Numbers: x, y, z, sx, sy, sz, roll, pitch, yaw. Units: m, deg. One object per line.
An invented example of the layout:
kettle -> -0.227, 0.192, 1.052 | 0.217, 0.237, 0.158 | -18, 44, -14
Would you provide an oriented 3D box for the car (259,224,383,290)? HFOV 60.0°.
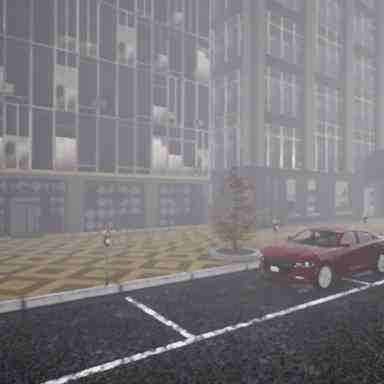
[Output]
car -> 3.817, 1.620, 9.283 | 4.507, 1.381, 1.887 | 1, 0, -35
